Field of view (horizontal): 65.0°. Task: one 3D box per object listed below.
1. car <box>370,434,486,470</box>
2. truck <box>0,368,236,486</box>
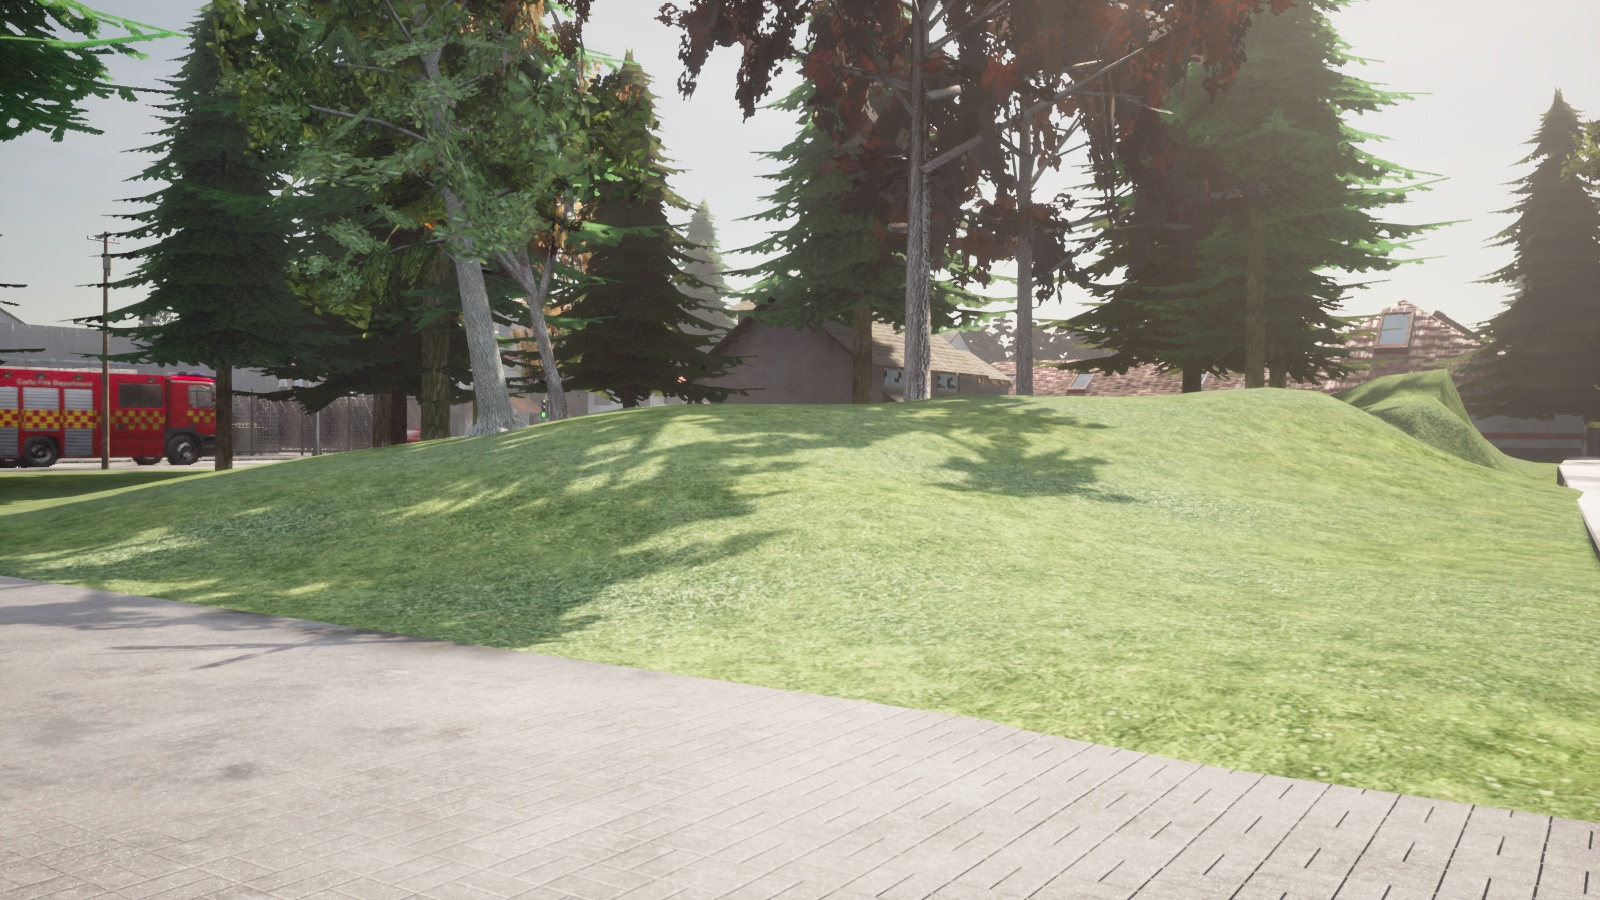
[{"bbox_3d":[-16.843,0.081,57.138,1.882,1.535,5.008,0,1,33],"label":"car"},{"bbox_3d":[-24.961,-0.819,44.893,2.891,3.827,8.468,0,1,34],"label":"truck"}]
